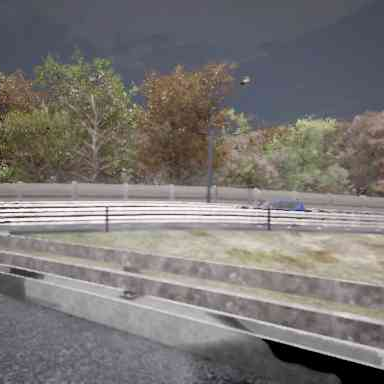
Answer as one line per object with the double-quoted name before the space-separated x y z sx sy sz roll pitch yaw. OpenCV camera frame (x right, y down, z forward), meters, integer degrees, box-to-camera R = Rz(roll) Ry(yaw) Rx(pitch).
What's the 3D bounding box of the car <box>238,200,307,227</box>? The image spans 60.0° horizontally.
"car" 6.552 1.651 26.855 5.566 2.045 2.150 2 0 -16
